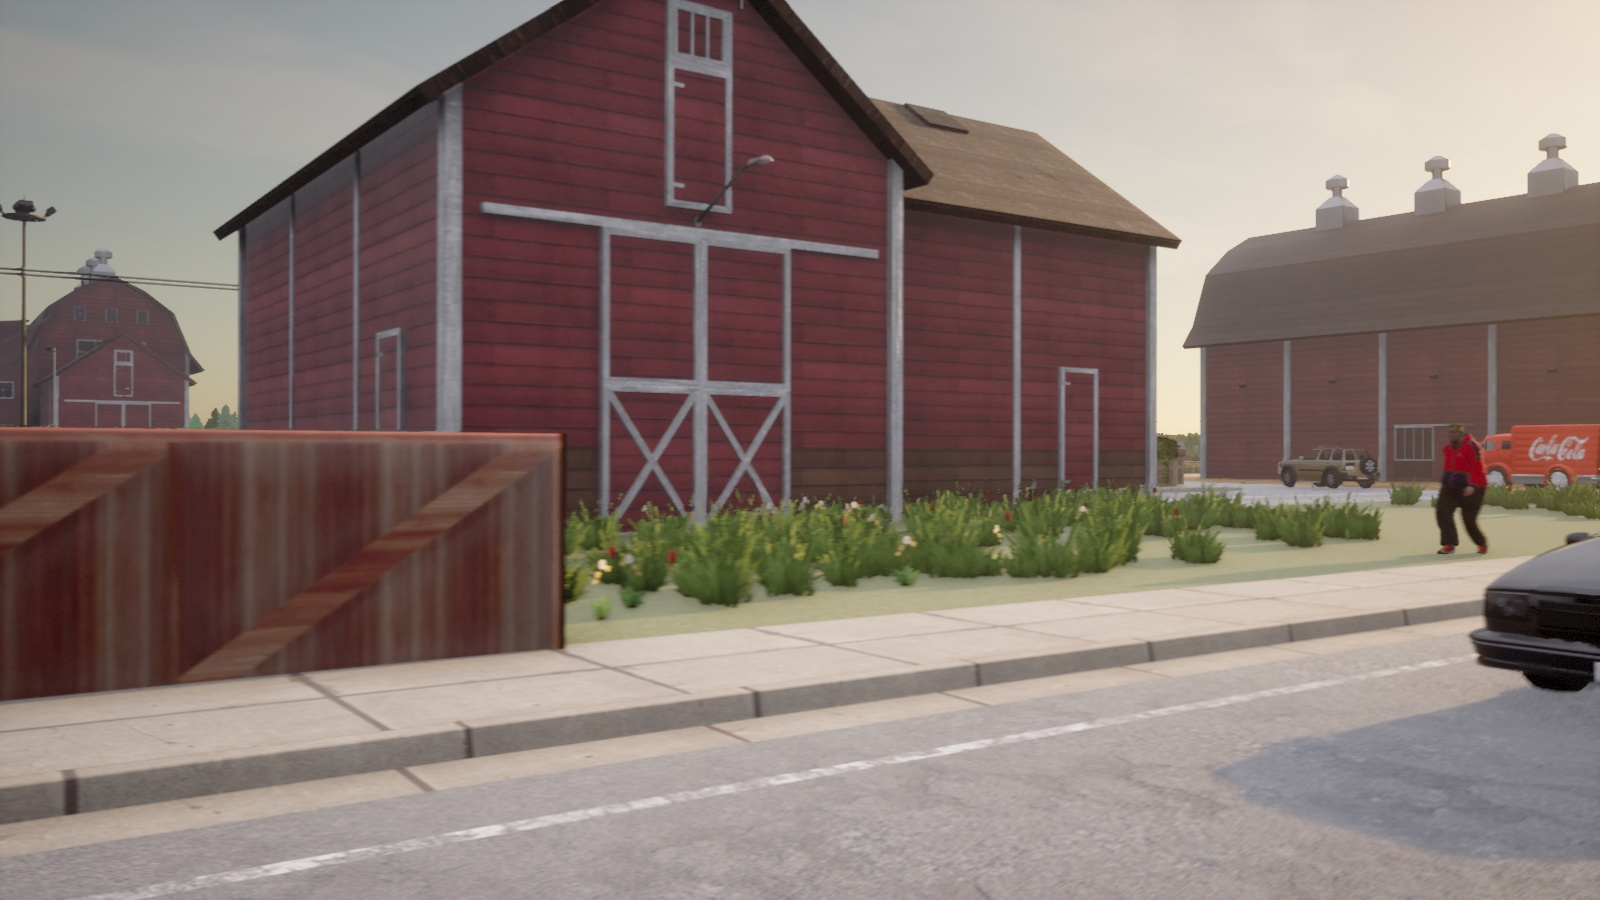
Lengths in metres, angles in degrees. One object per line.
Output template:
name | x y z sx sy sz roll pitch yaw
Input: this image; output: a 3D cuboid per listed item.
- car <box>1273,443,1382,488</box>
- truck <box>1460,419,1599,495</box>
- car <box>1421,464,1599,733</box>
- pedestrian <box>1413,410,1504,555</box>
car | 22.876 0.637 54.642 1.932 1.855 4.605 0 0 -16
truck | 26.277 0.250 43.969 2.627 2.467 5.204 0 0 -19
car | 6.478 0.799 8.167 5.357 1.411 2.033 0 0 -35
pedestrian | 8.631 0.412 16.467 0.899 1.844 0.634 0 0 -23
